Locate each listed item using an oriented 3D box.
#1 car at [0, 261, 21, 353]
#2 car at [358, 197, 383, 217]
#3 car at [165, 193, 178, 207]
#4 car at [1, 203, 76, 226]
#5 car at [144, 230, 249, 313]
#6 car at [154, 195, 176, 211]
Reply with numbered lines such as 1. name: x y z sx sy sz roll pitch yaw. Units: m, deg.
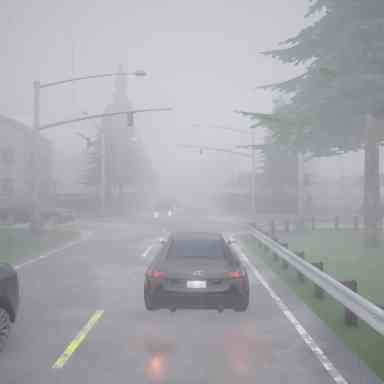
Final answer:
1. car: -3.544 1.491 3.099 2.128 1.511 4.902 0 0 1
2. car: 16.087 1.206 26.047 5.566 2.045 2.150 0 0 1
3. car: -3.340 1.221 52.262 2.150 2.045 5.566 0 0 0
4. car: -10.511 1.476 22.753 4.902 1.511 2.128 0 0 -1
5. car: 0.101 1.564 7.755 1.994 1.385 4.181 0 0 1
6. car: -3.395 1.478 41.605 1.882 1.535 5.008 0 0 0
